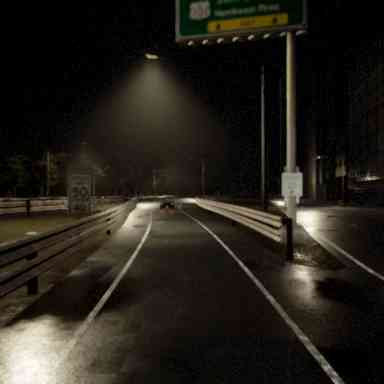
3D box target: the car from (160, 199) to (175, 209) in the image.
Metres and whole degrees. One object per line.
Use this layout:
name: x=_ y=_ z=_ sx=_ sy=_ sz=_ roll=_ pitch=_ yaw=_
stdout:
car: x=-3.285 y=1.609 z=44.929 sx=1.895 sy=1.301 sz=4.718 roll=0 pitch=0 yaw=-3
